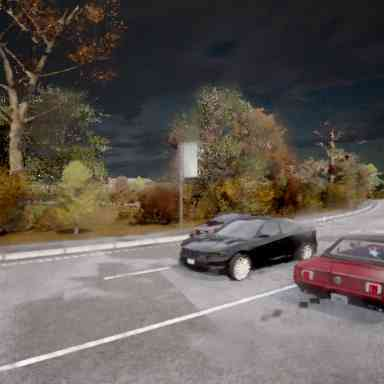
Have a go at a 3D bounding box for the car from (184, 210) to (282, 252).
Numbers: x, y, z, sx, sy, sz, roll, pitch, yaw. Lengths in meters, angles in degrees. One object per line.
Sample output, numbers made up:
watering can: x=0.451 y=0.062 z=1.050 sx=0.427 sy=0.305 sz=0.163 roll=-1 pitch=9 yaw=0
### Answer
car: x=1.910 y=1.597 z=14.753 sx=4.181 sy=1.385 sz=1.994 roll=0 pitch=0 yaw=-41

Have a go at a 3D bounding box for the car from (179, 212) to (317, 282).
car: x=1.879 y=1.501 z=10.110 sx=5.008 sy=1.535 sz=1.882 roll=0 pitch=0 yaw=-40

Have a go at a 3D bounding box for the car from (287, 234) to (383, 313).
car: x=4.347 y=1.614 z=7.340 sx=4.718 sy=1.301 sz=1.895 roll=0 pitch=0 yaw=-39
